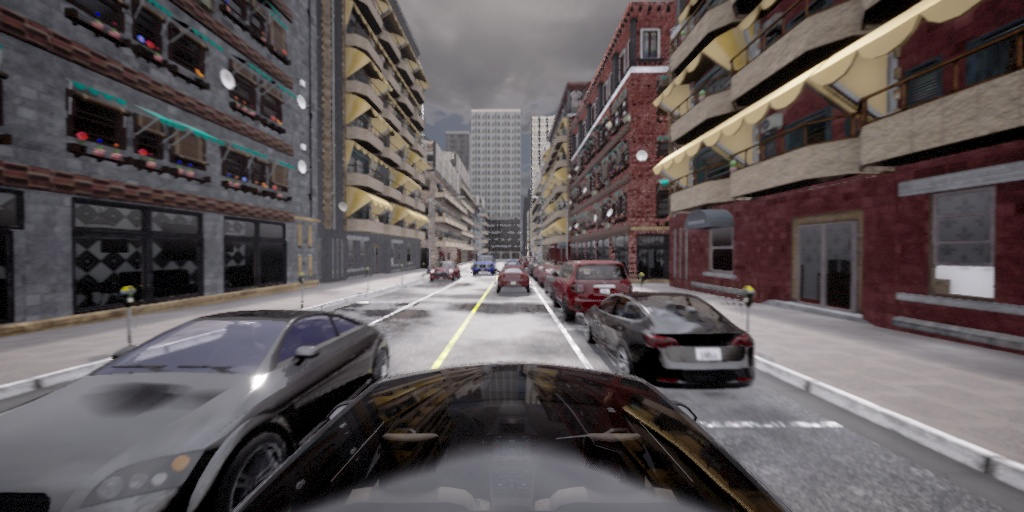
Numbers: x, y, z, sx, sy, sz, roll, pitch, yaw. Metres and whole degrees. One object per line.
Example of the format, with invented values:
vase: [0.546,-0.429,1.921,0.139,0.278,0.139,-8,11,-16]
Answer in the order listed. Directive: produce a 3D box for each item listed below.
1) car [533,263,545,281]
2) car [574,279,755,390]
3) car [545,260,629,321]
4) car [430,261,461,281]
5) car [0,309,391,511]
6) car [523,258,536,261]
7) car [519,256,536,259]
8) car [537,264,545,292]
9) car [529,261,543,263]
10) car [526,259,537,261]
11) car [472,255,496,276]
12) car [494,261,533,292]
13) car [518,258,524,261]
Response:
car: [2.569,1.304,23.392,1.802,1.307,4.207,0,0,0]
car: [2.566,1.309,6.745,1.948,1.339,4.313,0,0,0]
car: [2.567,1.051,12.294,2.192,1.841,5.009,0,0,0]
car: [-5.311,1.154,28.922,1.967,1.591,4.097,0,0,0]
car: [-2.845,1.311,3.852,1.994,1.385,4.181,0,0,0]
car: [2.572,1.249,40.039,2.007,1.370,4.403,0,0,0]
car: [2.574,0.997,51.138,2.192,1.841,5.009,0,0,0]
car: [2.568,1.280,17.843,2.007,1.370,4.403,0,0,0]
car: [2.570,1.296,28.942,1.802,1.307,4.207,0,0,0]
car: [2.571,1.272,34.490,1.948,1.339,4.313,0,0,0]
car: [-2.834,0.923,37.398,2.150,2.045,5.566,0,0,0]
car: [0.083,1.250,21.157,1.812,1.442,4.674,0,0,0]
car: [0.100,1.224,40.126,1.812,1.442,4.674,0,0,0]
